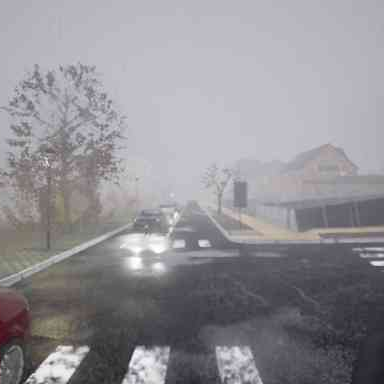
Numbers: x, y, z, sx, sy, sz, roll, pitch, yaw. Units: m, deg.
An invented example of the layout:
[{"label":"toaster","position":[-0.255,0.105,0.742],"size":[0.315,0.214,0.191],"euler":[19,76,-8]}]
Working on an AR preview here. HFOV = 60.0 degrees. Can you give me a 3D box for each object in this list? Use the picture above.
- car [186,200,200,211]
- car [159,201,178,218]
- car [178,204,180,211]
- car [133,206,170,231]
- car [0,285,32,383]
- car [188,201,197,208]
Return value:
[{"label":"car","position":[0.090,2.013,51.457],"size":[2.097,1.767,4.553],"euler":[0,-1,0]},{"label":"car","position":[-2.862,1.982,35.913],"size":[1.812,1.442,4.674],"euler":[0,-1,0]},{"label":"car","position":[-2.833,2.112,48.398],"size":[2.128,1.511,4.902],"euler":[0,-1,0]},{"label":"car","position":[-2.853,1.892,23.092],"size":[1.895,1.301,4.718],"euler":[0,-1,0]},{"label":"car","position":[-2.852,1.556,2.314],"size":[1.812,1.442,4.674],"euler":[0,-1,0]},{"label":"car","position":[0.086,2.473,67.002],"size":[1.895,1.301,4.718],"euler":[0,-1,0]}]
